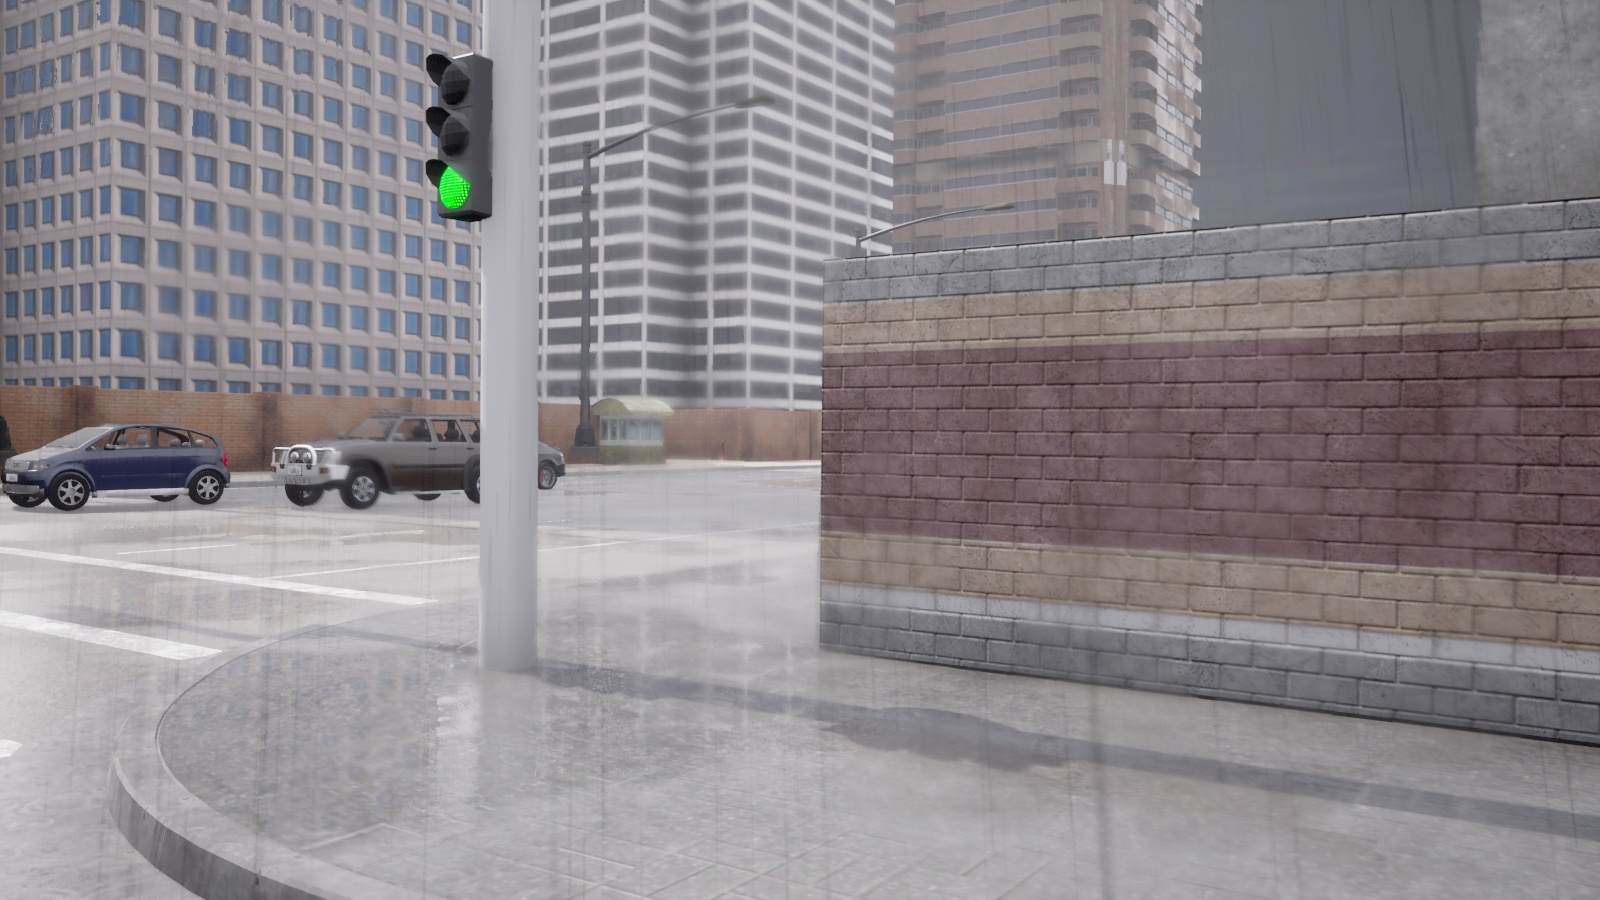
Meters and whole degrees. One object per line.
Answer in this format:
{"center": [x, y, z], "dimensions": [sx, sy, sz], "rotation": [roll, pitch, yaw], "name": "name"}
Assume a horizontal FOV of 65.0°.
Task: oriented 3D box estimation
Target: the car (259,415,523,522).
{"center": [-7.761, 0.287, 24.273], "dimensions": [1.932, 1.855, 4.605], "rotation": [0, 1, 34], "name": "car"}

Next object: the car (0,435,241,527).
{"center": [-12.628, 0.506, 23.310], "dimensions": [1.789, 1.549, 3.705], "rotation": [0, 1, 34], "name": "car"}

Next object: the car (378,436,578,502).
{"center": [-7.726, 0.410, 30.566], "dimensions": [1.812, 1.442, 4.674], "rotation": [0, 1, 34], "name": "car"}
